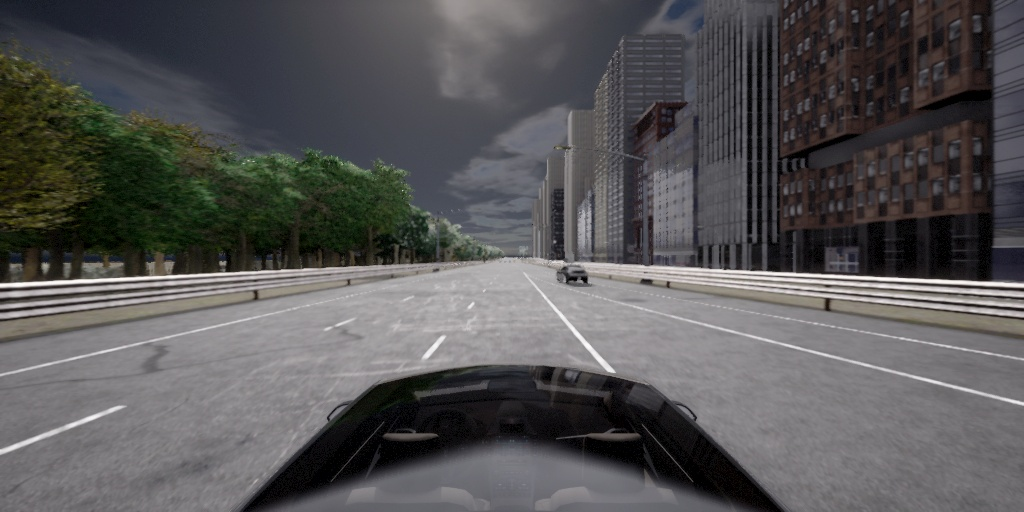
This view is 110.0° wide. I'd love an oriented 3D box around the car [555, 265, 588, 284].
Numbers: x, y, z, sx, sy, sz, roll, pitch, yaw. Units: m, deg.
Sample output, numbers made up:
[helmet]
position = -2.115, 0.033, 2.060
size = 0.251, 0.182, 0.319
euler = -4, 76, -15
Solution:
[car]
position = 4.957, 1.529, 30.143
size = 1.837, 1.490, 4.892
euler = 0, -1, -6
